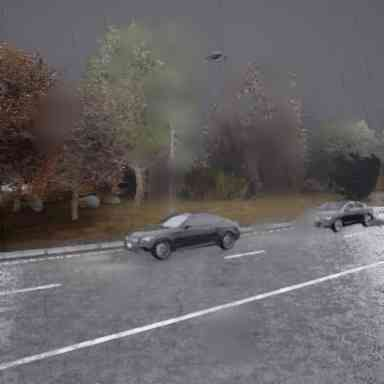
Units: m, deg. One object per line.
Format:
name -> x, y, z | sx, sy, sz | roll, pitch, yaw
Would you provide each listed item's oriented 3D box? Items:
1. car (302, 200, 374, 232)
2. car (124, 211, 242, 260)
car -> 8.056, 1.234, 18.264 | 4.902, 1.511, 2.128 | -2, 1, -35
car -> -0.195, 1.478, 12.431 | 4.674, 1.442, 1.812 | -1, 1, -36
